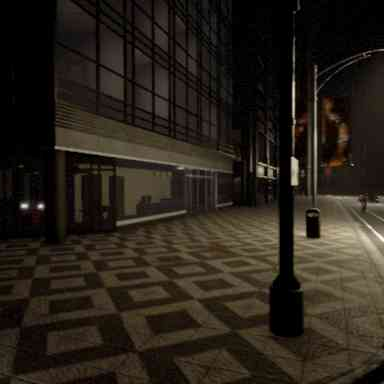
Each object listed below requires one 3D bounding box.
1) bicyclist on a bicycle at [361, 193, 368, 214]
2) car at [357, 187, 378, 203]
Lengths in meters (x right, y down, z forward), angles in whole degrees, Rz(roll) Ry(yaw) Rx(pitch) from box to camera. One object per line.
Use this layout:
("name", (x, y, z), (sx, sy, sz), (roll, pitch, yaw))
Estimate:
("bicyclist on a bicycle", (13.581, 0.939, 26.245), (0.582, 1.620, 1.656), (0, 2, 22))
("car", (23.029, 0.512, 43.644), (2.097, 1.767, 4.553), (0, 1, 22))
